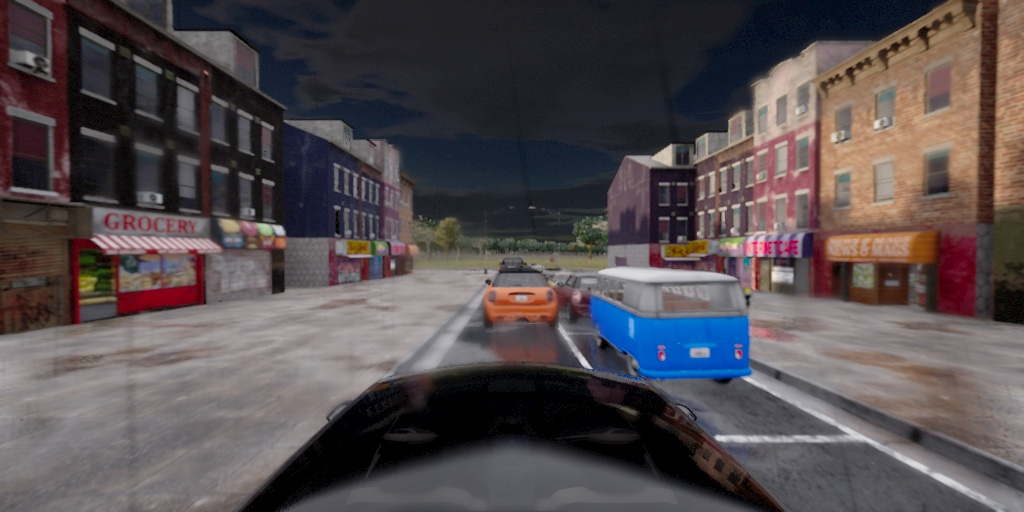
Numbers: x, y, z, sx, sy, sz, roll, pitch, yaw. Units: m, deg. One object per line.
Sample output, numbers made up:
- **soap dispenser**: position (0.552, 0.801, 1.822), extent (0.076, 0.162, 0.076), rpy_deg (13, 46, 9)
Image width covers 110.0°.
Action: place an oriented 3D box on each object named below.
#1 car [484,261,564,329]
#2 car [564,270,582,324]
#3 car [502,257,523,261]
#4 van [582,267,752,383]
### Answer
- **car**: position (0.190, 1.169, 11.773), extent (2.097, 1.767, 4.553), rpy_deg (0, 0, -2)
- **car**: position (2.633, 1.260, 12.378), extent (1.967, 1.591, 4.097), rpy_deg (0, 0, 0)
- **car**: position (0.080, 1.150, 30.025), extent (2.150, 2.045, 5.566), rpy_deg (0, -2, 1)
- **van**: position (2.635, 1.125, 6.845), extent (1.690, 1.789, 3.998), rpy_deg (0, 0, 0)
